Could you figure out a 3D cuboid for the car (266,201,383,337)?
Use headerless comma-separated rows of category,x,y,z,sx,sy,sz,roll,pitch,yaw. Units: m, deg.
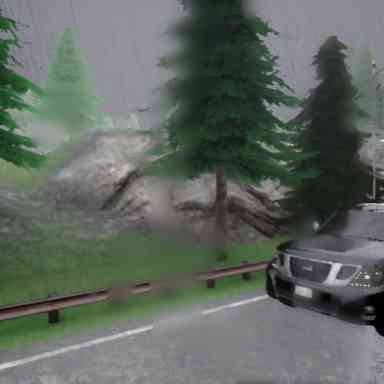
car,4.010,1.232,6.885,5.566,2.045,2.150,0,0,-36
